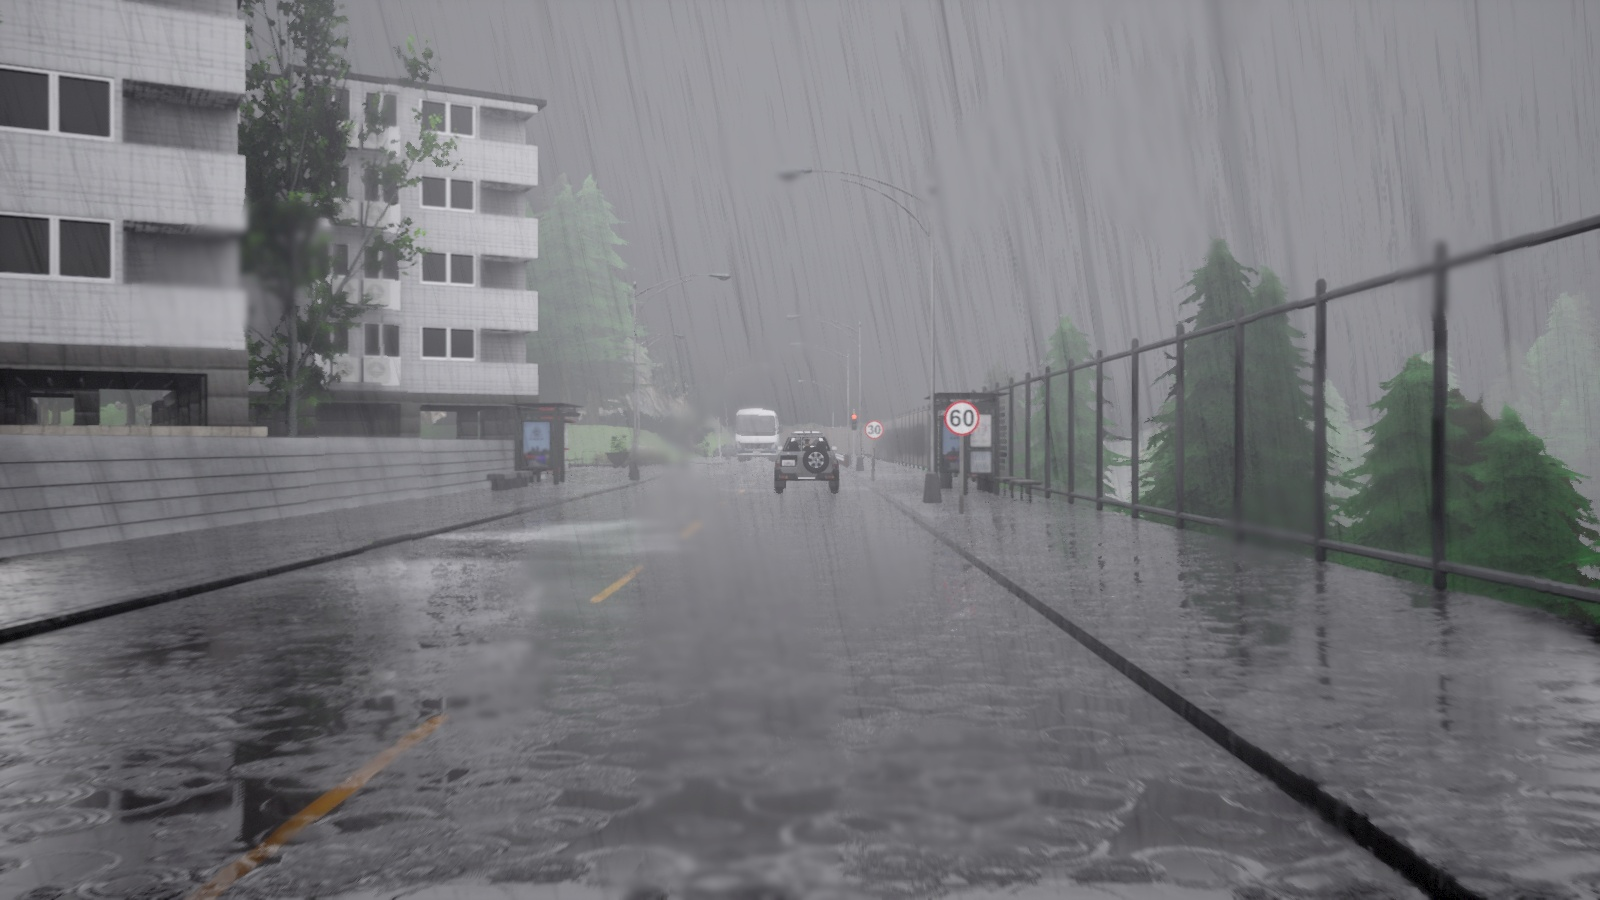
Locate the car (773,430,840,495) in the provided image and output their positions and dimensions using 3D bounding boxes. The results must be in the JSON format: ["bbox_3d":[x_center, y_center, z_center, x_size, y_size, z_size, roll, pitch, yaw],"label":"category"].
[{"bbox_3d":[0.222,0.346,38.509,1.932,1.855,4.605,0,0,1],"label":"car"}]
